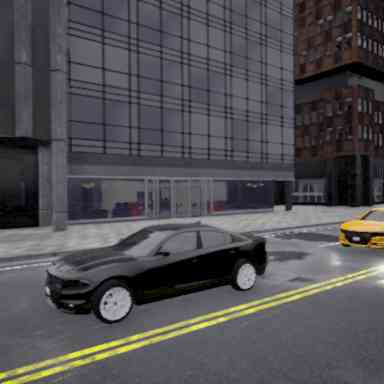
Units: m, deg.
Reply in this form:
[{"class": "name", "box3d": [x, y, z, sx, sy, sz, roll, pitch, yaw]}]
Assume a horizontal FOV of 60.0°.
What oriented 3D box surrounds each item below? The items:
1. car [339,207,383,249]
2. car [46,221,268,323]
[{"class": "car", "box3d": [7.878, 1.357, 13.227, 5.008, 1.535, 1.882, -1, 1, -35]}, {"class": "car", "box3d": [-0.502, 1.445, 7.305, 5.008, 1.535, 1.882, 0, 0, -35]}]
